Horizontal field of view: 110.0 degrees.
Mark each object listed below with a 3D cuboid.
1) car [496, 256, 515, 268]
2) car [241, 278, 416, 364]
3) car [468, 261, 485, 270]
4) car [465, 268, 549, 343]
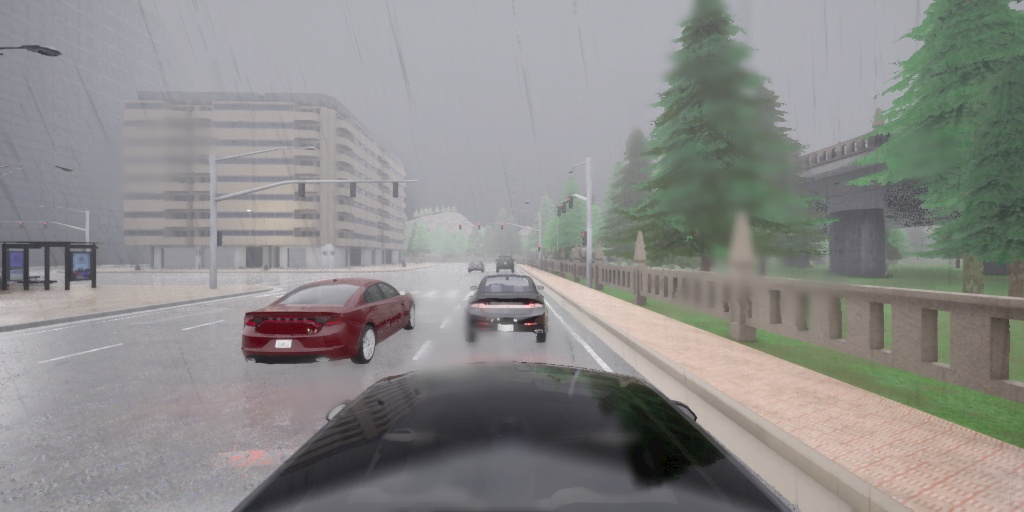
[{"bbox_3d":[-0.843,0.971,44.409,2.150,2.045,5.566,0,0,-1],"label":"car"},{"bbox_3d":[-3.596,1.228,8.105,1.882,1.535,5.008,0,0,0],"label":"car"},{"bbox_3d":[-4.354,1.298,44.279,2.033,1.411,5.357,0,0,-1],"label":"car"},{"bbox_3d":[-0.128,1.242,9.667,2.128,1.511,4.902,0,0,-1],"label":"car"}]
